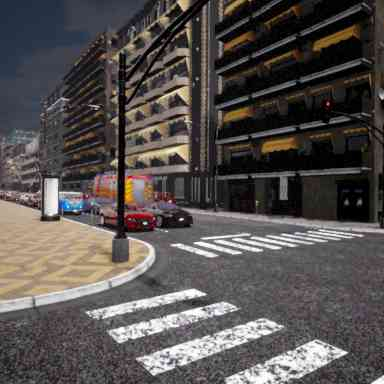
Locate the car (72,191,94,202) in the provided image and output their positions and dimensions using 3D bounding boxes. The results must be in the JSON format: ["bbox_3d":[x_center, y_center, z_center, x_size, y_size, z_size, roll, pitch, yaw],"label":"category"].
[{"bbox_3d":[-16.656,0.709,50.602,1.967,1.590,4.097,2,0,-36],"label":"car"}]

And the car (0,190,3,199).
[{"bbox_3d":[-33.375,0.469,59.463,1.887,1.381,4.507,2,0,-36],"label":"car"}]

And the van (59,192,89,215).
[{"bbox_3d":[-10.217,0.880,27.340,1.690,1.788,3.998,2,0,-36],"label":"van"}]

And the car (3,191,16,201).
[{"bbox_3d":[-26.757,0.540,50.285,1.967,1.590,4.097,2,0,-36],"label":"car"}]

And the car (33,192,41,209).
[{"bbox_3d":[-13.530,0.996,31.930,1.887,1.381,4.507,2,0,-36],"label":"car"}]

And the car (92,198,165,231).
[{"bbox_3d":[-3.608,1.260,18.163,1.887,1.381,4.507,2,0,-36],"label":"car"}]

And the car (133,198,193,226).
[{"bbox_3d":[-1.747,1.298,19.988,1.994,1.385,4.181,1,0,-36],"label":"car"}]

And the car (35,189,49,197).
[{"bbox_3d":[-33.193,0.270,73.547,1.967,1.590,4.097,2,0,-36],"label":"car"}]

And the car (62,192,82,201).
[{"bbox_3d":[-19.967,0.747,55.191,1.947,1.339,4.313,2,0,-36],"label":"car"}]

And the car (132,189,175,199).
[{"bbox_3d":[-3.423,0.936,32.246,2.192,1.841,5.009,2,0,-36],"label":"car"}]

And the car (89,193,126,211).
[{"bbox_3d":[-7.980,1.116,28.639,2.033,1.411,5.357,1,0,-36],"label":"car"}]

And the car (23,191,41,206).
[{"bbox_3d":[-16.837,0.908,36.518,1.887,1.381,4.507,2,0,-36],"label":"car"}]

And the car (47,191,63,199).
[{"bbox_3d":[-26.680,0.528,64.507,1.752,1.417,4.829,2,0,-36],"label":"car"}]

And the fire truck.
[{"bbox_3d":[-7.099,-0.098,32.754,2.891,3.827,8.468,1,1,-36],"label":"fire truck"}]

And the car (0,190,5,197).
[{"bbox_3d":[-39.990,0.299,68.641,2.008,1.369,4.403,2,0,-36],"label":"car"}]

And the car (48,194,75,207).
[{"bbox_3d":[-15.258,0.939,38.765,1.994,1.385,4.181,1,0,-36],"label":"car"}]

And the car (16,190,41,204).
[{"bbox_3d":[-20.045,0.803,40.970,1.752,1.417,4.829,2,0,-36],"label":"car"}]
